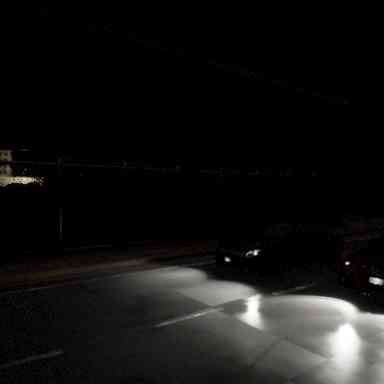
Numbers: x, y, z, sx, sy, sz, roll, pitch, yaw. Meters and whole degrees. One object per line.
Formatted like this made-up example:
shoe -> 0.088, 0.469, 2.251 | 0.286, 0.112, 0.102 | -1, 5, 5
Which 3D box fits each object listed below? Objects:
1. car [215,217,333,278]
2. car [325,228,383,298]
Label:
car -> 2.859, 1.541, 10.296 | 4.674, 1.442, 1.812 | 0, 0, -35
car -> 5.265, 1.580, 7.710 | 4.181, 1.385, 1.994 | 0, 0, -35
